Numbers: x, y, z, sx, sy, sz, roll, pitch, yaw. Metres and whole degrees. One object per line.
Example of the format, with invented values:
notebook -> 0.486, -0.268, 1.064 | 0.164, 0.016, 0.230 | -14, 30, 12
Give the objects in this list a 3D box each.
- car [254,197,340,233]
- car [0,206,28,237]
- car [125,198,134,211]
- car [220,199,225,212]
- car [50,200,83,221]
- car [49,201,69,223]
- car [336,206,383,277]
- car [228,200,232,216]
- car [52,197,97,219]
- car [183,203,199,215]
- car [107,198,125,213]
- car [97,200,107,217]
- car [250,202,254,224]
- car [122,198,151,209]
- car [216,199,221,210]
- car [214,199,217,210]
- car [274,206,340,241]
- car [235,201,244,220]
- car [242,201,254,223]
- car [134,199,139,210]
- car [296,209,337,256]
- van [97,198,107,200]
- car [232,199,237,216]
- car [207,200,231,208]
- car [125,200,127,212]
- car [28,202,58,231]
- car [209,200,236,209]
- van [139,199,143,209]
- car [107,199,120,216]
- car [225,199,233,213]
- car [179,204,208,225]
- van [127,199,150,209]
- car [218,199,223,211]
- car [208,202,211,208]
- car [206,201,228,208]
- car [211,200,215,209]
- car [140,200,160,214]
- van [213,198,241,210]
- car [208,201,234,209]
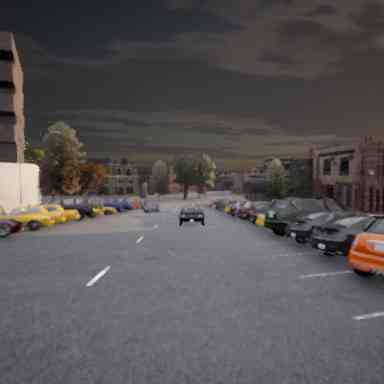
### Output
car -> 6.418, 1.294, 17.321 | 5.566, 2.045, 2.435 | 1, -1, -20
car -> -11.397, 1.606, 17.214 | 4.792, 1.488, 2.163 | -1, -1, -20
car -> -11.638, 1.909, 47.155 | 5.566, 2.045, 2.435 | 0, -1, -20
car -> 6.242, 1.893, 37.838 | 5.008, 1.535, 2.097 | 1, -2, -20
car -> -11.647, 1.697, 26.112 | 5.366, 1.575, 1.946 | 0, -1, -20
car -> -11.626, 1.651, 23.120 | 5.366, 1.575, 1.946 | -1, -1, -20
car -> 6.384, 1.355, 8.496 | 4.553, 1.767, 2.185 | 1, 0, -20
car -> 6.304, 1.805, 31.964 | 4.674, 1.452, 2.002 | 1, -1, -20
car -> -11.519, 1.501, 29.160 | 5.566, 2.045, 2.435 | 0, -1, -20
car -> -0.133, 2.143, 42.697 | 1.895, 1.301, 4.718 | 0, -1, 0
car -> -11.623, 1.767, 41.138 | 5.566, 2.045, 2.435 | 0, -1, -20
car -> -11.340, 1.808, 32.225 | 5.366, 1.575, 1.946 | 0, -1, -20
car -> 6.549, 1.575, 20.299 | 5.366, 1.575, 1.946 | 1, -1, -20
car -> -11.340, 2.404, 68.212 | 5.566, 2.045, 2.435 | 0, -2, -19
car -> 6.181, 2.030, 43.706 | 4.892, 1.521, 2.231 | 1, -2, -21
car -> 6.159, 2.097, 46.640 | 5.008, 1.535, 2.097 | 1, -1, -21
car -> 6.394, 1.516, 14.372 | 4.892, 1.521, 2.231 | 1, -1, -20
car -> 6.336, 1.658, 26.103 | 5.008, 1.535, 2.097 | 1, -1, -20
car -> 6.366, 1.615, 23.172 | 5.008, 1.535, 2.097 | 1, -1, -20
car -> -11.581, 2.303, 53.183 | 4.892, 1.521, 2.231 | 0, -2, -19
car -> 6.402, 1.498, 11.434 | 4.892, 1.521, 2.231 | 1, -1, -20
van -> -11.652, 1.652, 35.116 | 4.442, 1.987, 1.878 | 0, -1, -20
car -> 6.294, 1.583, 29.035 | 4.553, 1.767, 2.185 | 1, -2, -20
car -> 5.761, 2.518, 70.166 | 4.553, 1.767, 2.185 | 1, -2, -21
car -> -11.606, 2.089, 44.146 | 4.892, 1.521, 2.231 | 0, -1, -20
car -> -11.265, 1.605, 20.257 | 5.366, 1.575, 1.946 | -1, -1, -20
car -> 5.865, 2.381, 64.268 | 4.553, 1.767, 2.185 | 1, -2, -21
van -> -11.614, 2.218, 59.154 | 4.442, 1.987, 1.878 | 0, -1, -19
car -> -11.394, 1.943, 38.216 | 5.366, 1.575, 1.946 | 0, -2, -20
car -> 6.246, 1.701, 34.900 | 4.553, 1.767, 2.185 | 1, -2, -20
car -> -0.010, 1.788, 25.849 | 1.895, 1.301, 4.718 | 0, -1, 0
van -> -11.426, 2.501, 71.155 | 4.442, 1.987, 1.878 | 0, -1, -19
car -> 6.210, 1.962, 40.775 | 4.892, 1.521, 2.231 | 1, -2, -20
car -> 5.859, 2.295, 55.380 | 5.366, 1.575, 1.946 | 1, -1, -21
car -> 5.681, 2.822, 76.067 | 4.674, 1.452, 2.002 | 1, -1, -21
car -> 6.083, 2.234, 52.511 | 5.008, 1.535, 2.097 | 1, -1, -21
car -> -5.303, 2.094, 44.415 | 1.837, 1.490, 4.892 | 0, -2, 0
van -> 6.102, 2.147, 58.430 | 4.442, 1.987, 1.878 | 1, -2, -21
car -> 5.869, 2.606, 67.233 | 4.792, 1.488, 2.163 | 1, -2, -21
